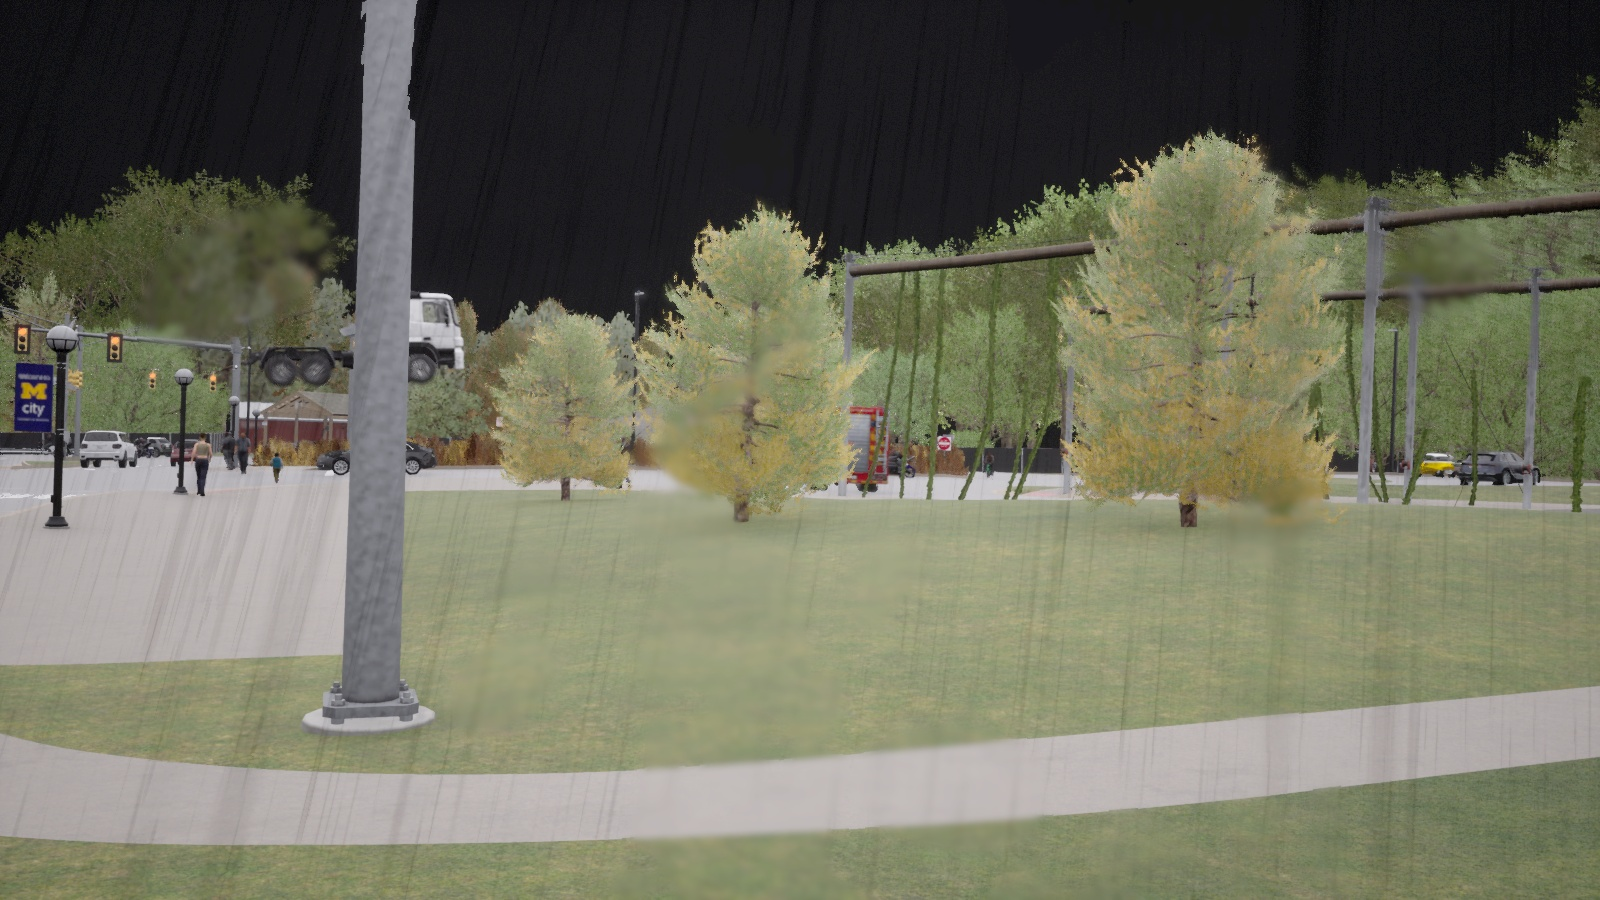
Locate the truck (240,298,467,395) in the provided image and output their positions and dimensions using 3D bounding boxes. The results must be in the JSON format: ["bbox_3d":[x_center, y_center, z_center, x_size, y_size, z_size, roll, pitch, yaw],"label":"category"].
[{"bbox_3d":[-17.337,-4.055,48.916,7.936,3.462,2.891,-4,4,-22],"label":"truck"}]

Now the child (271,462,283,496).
[{"bbox_3d":[-18.812,1.040,45.176,0.343,1.192,0.448,0,0,-32],"label":"child"}]

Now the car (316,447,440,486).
[{"bbox_3d":[-18.053,0.697,53.746,4.892,1.490,1.837,-1,1,-20],"label":"car"}]

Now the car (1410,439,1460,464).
[{"bbox_3d":[35.837,0.092,70.886,1.481,1.376,2.207,-1,1,-12],"label":"car"}]

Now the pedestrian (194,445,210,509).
[{"bbox_3d":[-17.269,0.771,36.284,0.345,1.836,0.594,1,0,-20],"label":"pedestrian"}]

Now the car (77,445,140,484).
[{"bbox_3d":[-38.546,0.798,70.137,2.150,2.045,5.566,-1,0,-19],"label":"car"}]

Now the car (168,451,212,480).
[{"bbox_3d":[-36.863,0.900,75.986,1.851,1.617,3.988,-1,1,-19],"label":"car"}]

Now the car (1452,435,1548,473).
[{"bbox_3d":[32.127,0.148,57.605,4.856,1.649,2.033,-1,1,-37],"label":"car"}]

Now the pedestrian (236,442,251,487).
[{"bbox_3d":[-23.155,0.599,52.262,0.540,1.848,0.694,1,0,-23],"label":"pedestrian"}]

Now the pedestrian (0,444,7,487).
[{"bbox_3d":[-36.042,0.705,56.321,0.692,1.930,0.395,1,0,-13],"label":"pedestrian"}]

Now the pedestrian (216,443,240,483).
[{"bbox_3d":[-26.953,0.621,59.179,0.849,1.883,0.563,1,0,6],"label":"pedestrian"}]

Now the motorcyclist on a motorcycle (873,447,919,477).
[{"bbox_3d":[5.031,0.623,65.882,2.191,1.530,0.866,0,0,-13],"label":"motorcyclist on a motorcycle"}]

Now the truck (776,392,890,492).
[{"bbox_3d":[1.204,-0.371,52.435,2.891,3.827,8.468,1,1,-11],"label":"truck"}]
